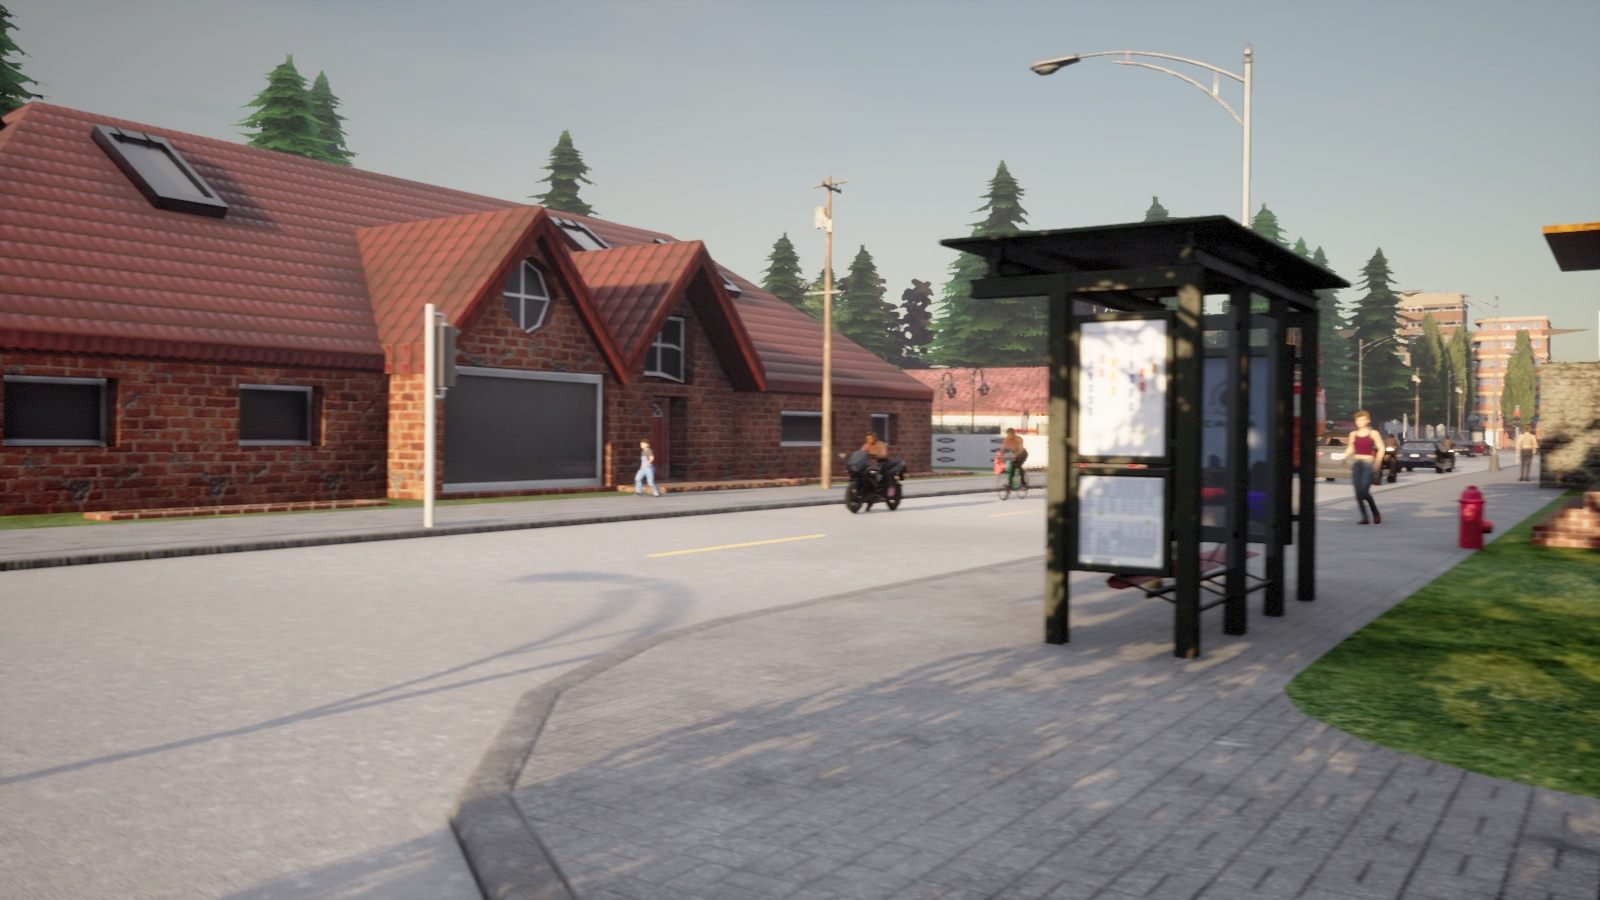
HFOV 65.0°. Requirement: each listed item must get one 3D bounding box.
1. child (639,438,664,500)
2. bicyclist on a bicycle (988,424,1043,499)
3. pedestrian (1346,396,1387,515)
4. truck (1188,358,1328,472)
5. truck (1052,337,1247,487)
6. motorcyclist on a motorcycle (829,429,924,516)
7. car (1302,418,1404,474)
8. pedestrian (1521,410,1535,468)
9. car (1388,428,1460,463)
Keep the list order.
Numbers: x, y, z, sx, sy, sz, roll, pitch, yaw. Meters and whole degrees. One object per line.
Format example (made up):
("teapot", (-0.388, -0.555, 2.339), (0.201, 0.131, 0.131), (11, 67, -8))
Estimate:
("child", (-3.057, 0.384, 25.832), (0.437, 1.263, 0.270), (-1, 1, -44))
("bicyclist on a bicycle", (4.848, 0.240, 28.214), (0.582, 1.620, 1.656), (0, 1, 34))
("pedestrian", (8.845, 0.081, 19.606), (0.594, 1.836, 0.345), (-1, 1, -40))
("truck", (17.090, -1.251, 46.418), (2.891, 3.827, 8.468), (0, 1, 34))
("truck", (10.346, -1.045, 36.390), (2.891, 3.827, 8.468), (0, 1, 34))
("motorcyclist on a motorcycle", (1.427, 0.373, 23.127), (0.797, 1.523, 2.044), (0, 1, 34))
("car", (17.791, -0.160, 40.288), (2.242, 1.667, 4.611), (0, 1, 34))
("pedestrian", (23.410, -0.349, 40.356), (0.345, 1.836, 0.594), (0, 1, 35))
("car", (26.529, -0.223, 53.287), (2.033, 1.411, 5.357), (0, 1, 34))
